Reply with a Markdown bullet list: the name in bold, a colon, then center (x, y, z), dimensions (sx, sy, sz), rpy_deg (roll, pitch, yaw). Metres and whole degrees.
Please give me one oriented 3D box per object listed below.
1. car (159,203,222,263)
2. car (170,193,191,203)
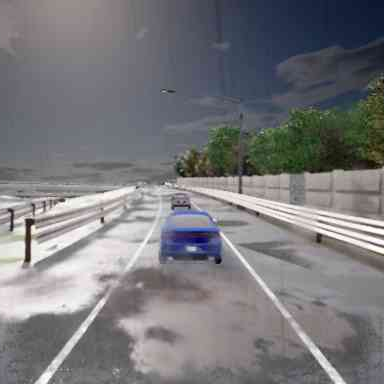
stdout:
- **car**: center (-0.087, 1.380, 11.684), dimensions (1.882, 1.535, 5.008), rpy_deg (0, 1, -2)
- **car**: center (-1.106, 0.824, 31.456), dimensions (2.033, 1.411, 5.357), rpy_deg (0, 2, -4)
